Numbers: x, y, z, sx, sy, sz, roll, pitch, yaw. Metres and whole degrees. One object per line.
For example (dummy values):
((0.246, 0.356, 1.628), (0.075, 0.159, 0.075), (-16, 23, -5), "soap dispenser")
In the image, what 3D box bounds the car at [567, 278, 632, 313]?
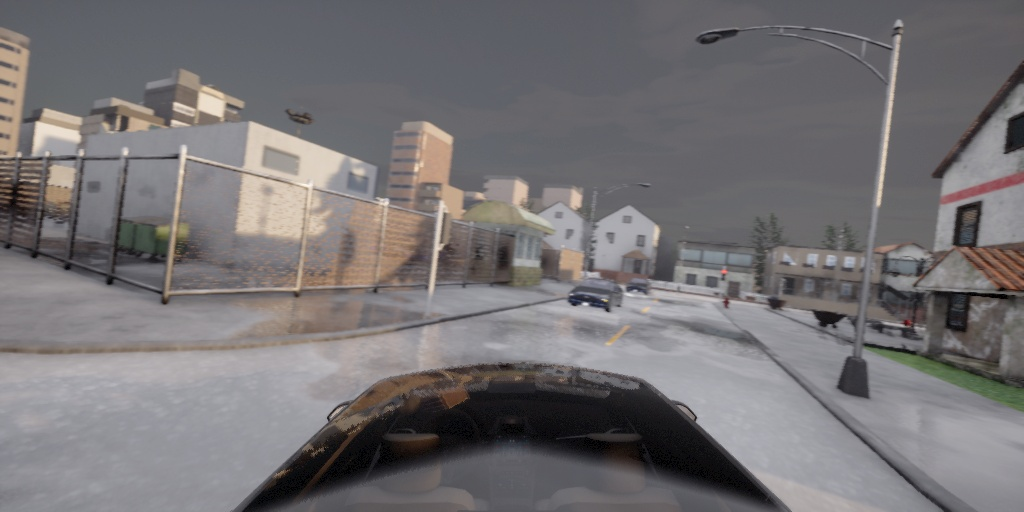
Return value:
((4.329, 1.814, 17.734), (2.033, 1.411, 5.357), (7, 0, 26), "car")

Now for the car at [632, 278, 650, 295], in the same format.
((11.861, 2.755, 33.438), (2.033, 1.411, 5.357), (7, 0, 25), "car")
